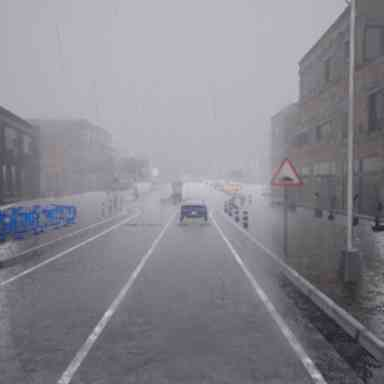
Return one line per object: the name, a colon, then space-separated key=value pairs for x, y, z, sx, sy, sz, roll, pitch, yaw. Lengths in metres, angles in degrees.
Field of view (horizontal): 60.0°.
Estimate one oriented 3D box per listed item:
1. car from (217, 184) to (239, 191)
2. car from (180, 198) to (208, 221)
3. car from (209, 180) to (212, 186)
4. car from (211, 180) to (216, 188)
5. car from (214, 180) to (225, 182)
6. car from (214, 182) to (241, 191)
car: x=8.162 y=-0.937 z=75.093 sx=4.674 sy=1.452 sz=2.002 roll=0 pitch=3 yaw=-1
car: x=0.150 y=1.167 z=24.308 sx=1.882 sy=1.535 sz=5.008 roll=0 pitch=1 yaw=1
car: x=7.901 y=-1.960 z=94.355 sx=4.792 sy=1.488 sz=2.163 roll=0 pitch=3 yaw=-1
car: x=8.122 y=-1.535 z=80.579 sx=5.566 sy=2.045 sz=2.435 roll=0 pitch=3 yaw=-1
car: x=8.094 y=-1.258 z=77.834 sx=4.553 sy=1.767 sz=2.185 roll=0 pitch=3 yaw=-1
car: x=8.005 y=-0.821 z=72.335 sx=5.366 sy=1.575 sz=1.946 roll=0 pitch=3 yaw=-1
